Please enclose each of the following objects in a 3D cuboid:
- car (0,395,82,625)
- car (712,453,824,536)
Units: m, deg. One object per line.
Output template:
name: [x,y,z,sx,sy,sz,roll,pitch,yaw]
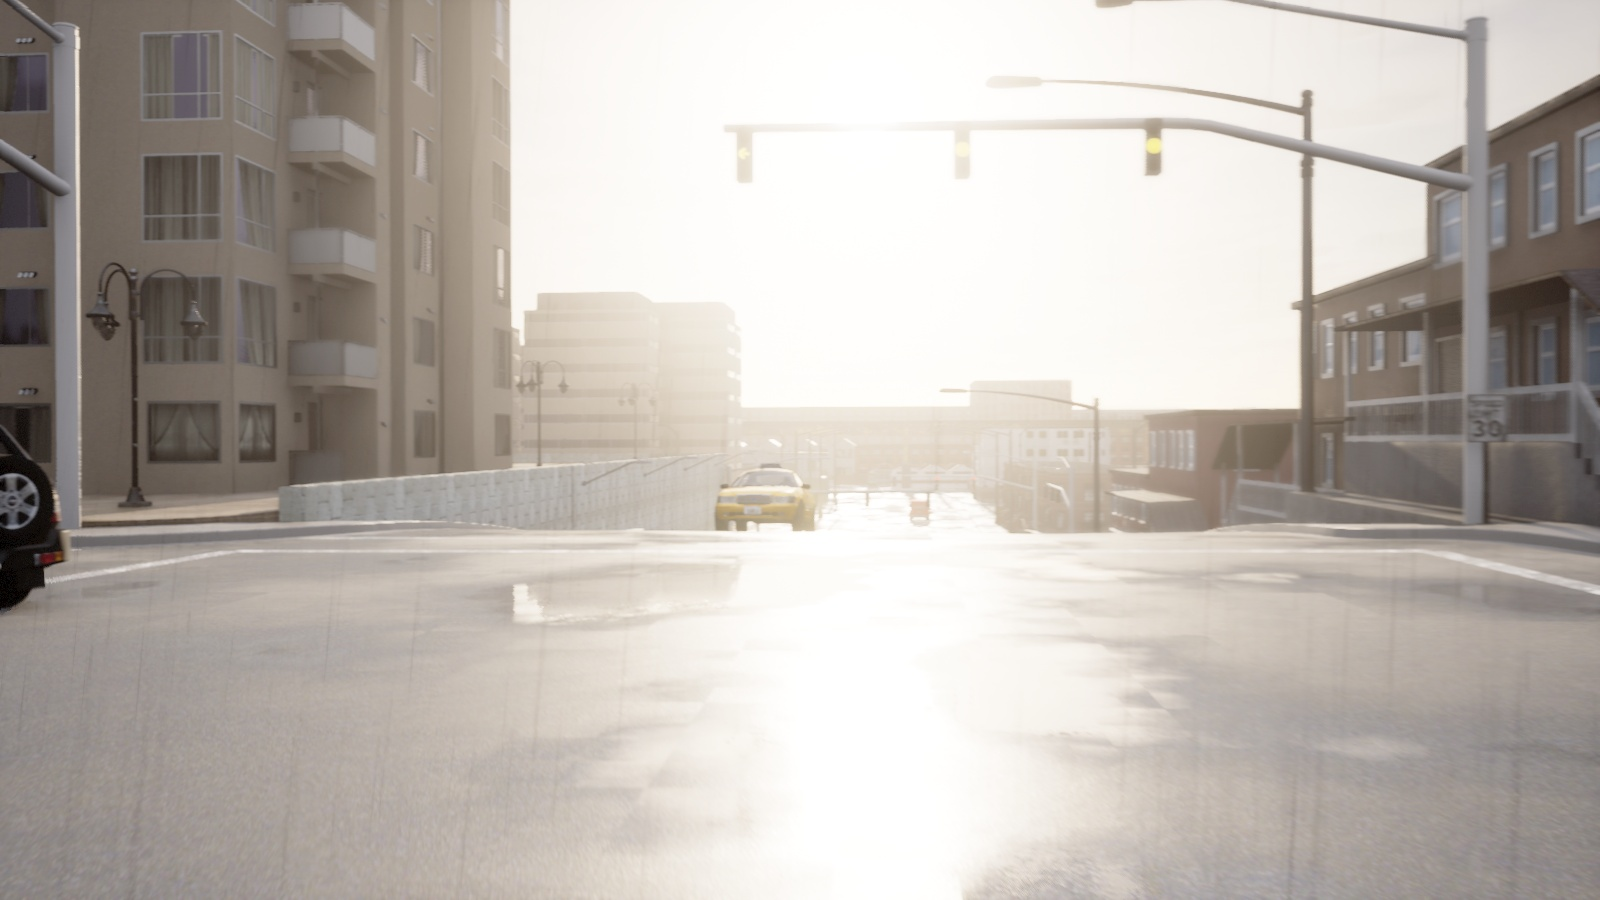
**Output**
car: [-8.692,0.495,10.762,4.605,1.855,1.932,0,0,21]
car: [-0.584,1.058,27.459,1.801,1.575,5.366,0,-4,5]
